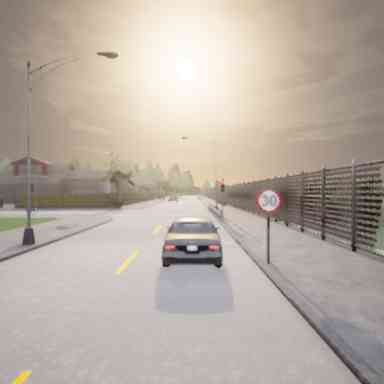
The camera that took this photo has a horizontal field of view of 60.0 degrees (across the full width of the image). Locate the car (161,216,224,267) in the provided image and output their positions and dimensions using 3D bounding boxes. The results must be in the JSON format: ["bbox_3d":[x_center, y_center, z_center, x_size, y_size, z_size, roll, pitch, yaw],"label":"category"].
[{"bbox_3d":[0.027,1.530,11.326,2.033,1.411,5.357,0,0,1],"label":"car"}]

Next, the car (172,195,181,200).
[{"bbox_3d":[-4.000,1.404,86.586,1.994,1.385,4.181,0,0,0],"label":"car"}]

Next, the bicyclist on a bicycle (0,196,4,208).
[{"bbox_3d":[-24.058,1.284,41.780,0.582,1.620,1.656,0,0,0],"label":"bicyclist on a bicycle"}]

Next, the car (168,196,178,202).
[{"bbox_3d":[-4.000,1.486,70.914,1.895,1.301,4.718,0,0,0],"label":"car"}]
